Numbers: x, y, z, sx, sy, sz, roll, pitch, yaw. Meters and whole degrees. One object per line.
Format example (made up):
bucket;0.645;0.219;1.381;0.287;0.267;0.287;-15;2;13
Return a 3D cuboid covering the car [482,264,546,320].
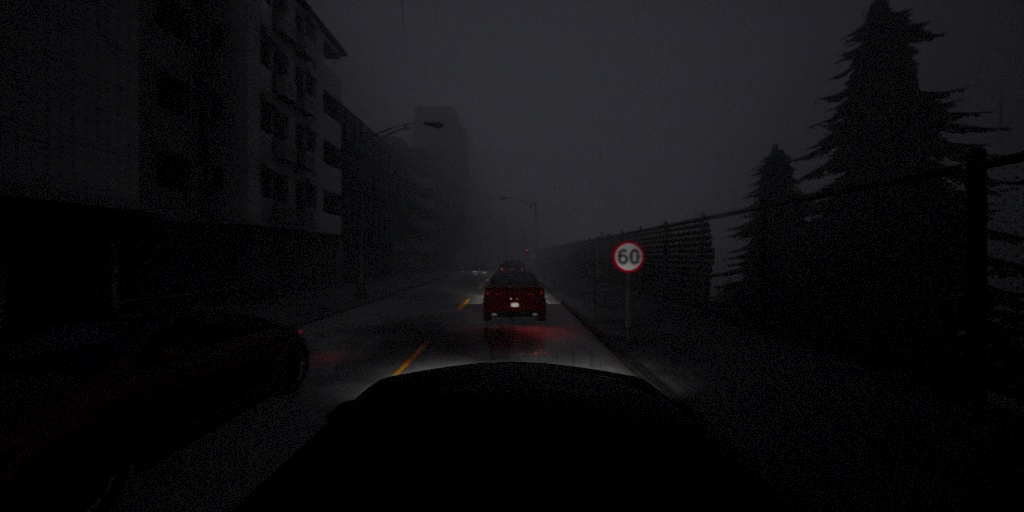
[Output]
car;0.073;1.220;12.582;1.882;1.535;5.008;0;0;0

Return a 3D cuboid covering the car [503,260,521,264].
car;0.019;1.082;29.849;2.097;1.767;4.553;0;0;0

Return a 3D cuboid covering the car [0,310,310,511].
car;-4.104;1.317;3.832;1.994;1.385;4.181;0;0;0

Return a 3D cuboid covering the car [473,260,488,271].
car;-4.210;1.269;48.935;2.033;1.411;5.357;0;0;0
